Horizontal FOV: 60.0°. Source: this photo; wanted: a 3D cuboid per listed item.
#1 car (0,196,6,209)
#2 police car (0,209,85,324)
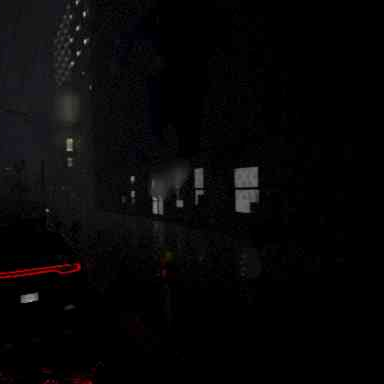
[{"bbox_3d":[-22.109,1.363,37.583,1.947,1.339,4.313,-1,1,-30],"label":"car"},{"bbox_3d":[-3.746,1.371,7.210,1.930,1.638,5.238,-2,1,-30],"label":"police car"}]
